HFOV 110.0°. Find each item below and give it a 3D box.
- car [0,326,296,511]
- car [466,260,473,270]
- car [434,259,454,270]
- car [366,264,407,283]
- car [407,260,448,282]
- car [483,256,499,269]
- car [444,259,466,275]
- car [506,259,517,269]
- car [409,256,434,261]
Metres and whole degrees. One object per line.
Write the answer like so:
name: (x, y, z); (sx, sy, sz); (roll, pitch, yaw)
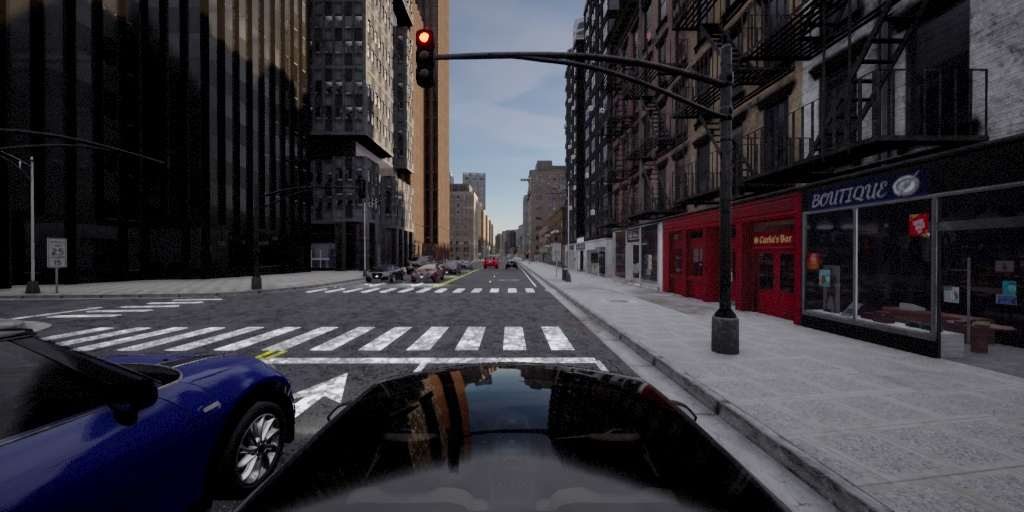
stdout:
car: (-3.145, 1.102, 1.620); (2.097, 1.767, 4.553); (0, 0, 0)
car: (-6.716, 1.328, 51.534); (1.994, 1.385, 4.181); (0, 0, 0)
car: (-9.970, 1.255, 52.931); (2.128, 1.511, 4.902); (0, 0, 0)
car: (-9.907, 1.320, 28.359); (1.994, 1.385, 4.181); (0, 0, 1)
car: (-6.667, 1.281, 28.767); (1.812, 1.442, 4.674); (0, 0, 0)
car: (-3.407, 0.987, 58.079); (2.150, 2.045, 5.566); (0, 0, 0)
car: (-6.697, 1.307, 39.413); (2.033, 1.411, 5.357); (0, 0, 0)
car: (-0.058, 1.269, 57.552); (1.837, 1.490, 4.892); (0, 0, 0)
car: (-9.941, 0.980, 39.467); (2.150, 2.045, 5.566); (0, 0, 0)
